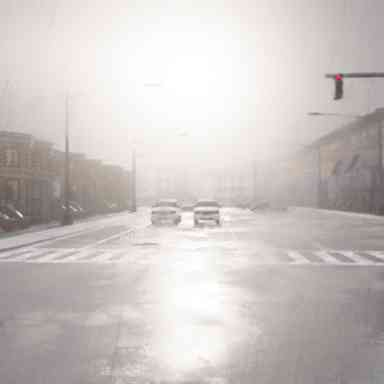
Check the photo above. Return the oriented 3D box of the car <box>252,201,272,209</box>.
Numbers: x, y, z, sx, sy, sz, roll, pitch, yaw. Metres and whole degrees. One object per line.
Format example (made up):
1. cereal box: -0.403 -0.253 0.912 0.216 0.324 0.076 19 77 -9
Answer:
1. car: 13.040 2.364 61.933 1.812 1.442 4.674 0 -1 -13

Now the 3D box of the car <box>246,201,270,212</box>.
1. car: 10.023 2.244 50.962 2.033 1.411 5.357 -1 -1 3

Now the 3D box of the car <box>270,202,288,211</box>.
1. car: 13.553 2.285 52.087 1.895 1.301 4.718 -1 -1 2

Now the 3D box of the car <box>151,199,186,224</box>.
1. car: -2.133 1.690 29.308 2.150 2.045 5.566 -1 -1 4

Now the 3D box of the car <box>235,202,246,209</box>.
1. car: 9.586 2.459 61.356 1.895 1.301 4.718 0 -1 -13

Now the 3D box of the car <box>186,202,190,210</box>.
1. car: -0.421 2.330 52.320 1.812 1.442 4.674 -1 -1 3

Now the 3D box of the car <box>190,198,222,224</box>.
1. car: 1.358 1.657 29.066 2.150 2.045 5.566 -1 -1 4

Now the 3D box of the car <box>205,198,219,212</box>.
1. car: 3.171 2.020 53.626 2.150 2.045 5.566 0 -1 2
